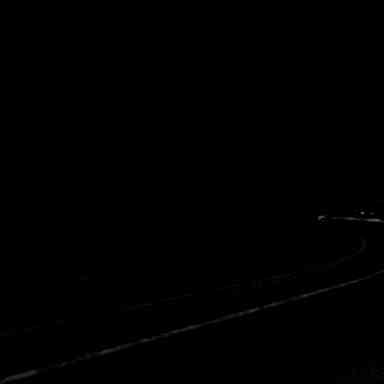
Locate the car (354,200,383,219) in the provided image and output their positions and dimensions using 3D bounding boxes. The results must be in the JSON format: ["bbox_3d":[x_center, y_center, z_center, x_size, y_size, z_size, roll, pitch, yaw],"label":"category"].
[{"bbox_3d":[16.359,1.500,29.793,4.892,1.490,1.837,0,-1,-39],"label":"car"}]
